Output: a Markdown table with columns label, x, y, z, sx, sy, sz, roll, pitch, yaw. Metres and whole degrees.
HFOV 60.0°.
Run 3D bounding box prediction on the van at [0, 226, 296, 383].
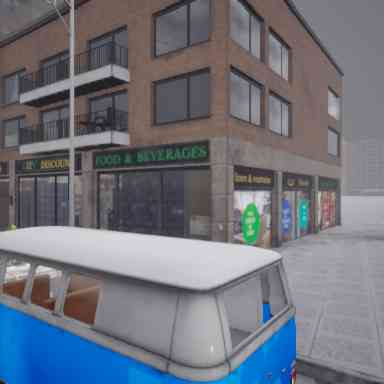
| label | x | y | z | sx | sy | sz | roll | pitch | yaw |
| --- | --- | --- | --- | --- | --- | --- | --- | --- | --- |
| van | -0.943 | 1.341 | 3.533 | 3.998 | 1.788 | 1.690 | 0 | 0 | 36 |
